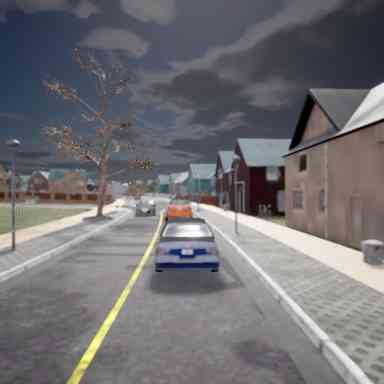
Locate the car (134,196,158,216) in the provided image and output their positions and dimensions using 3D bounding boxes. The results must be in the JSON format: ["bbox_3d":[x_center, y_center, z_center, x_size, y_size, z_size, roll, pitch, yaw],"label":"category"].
[{"bbox_3d":[-4.320,1.438,31.537,2.128,1.511,4.902,0,0,-5],"label":"car"}]

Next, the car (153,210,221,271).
[{"bbox_3d":[-0.175,1.529,10.756,2.033,1.411,5.357,0,0,-2],"label":"car"}]

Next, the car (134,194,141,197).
[{"bbox_3d":[-14.179,1.324,87.895,1.837,1.490,4.892,0,0,-14],"label":"car"}]

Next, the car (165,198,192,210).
[{"bbox_3d":[-1.126,1.306,27.550,2.097,1.767,4.553,0,0,-4],"label":"car"}]
